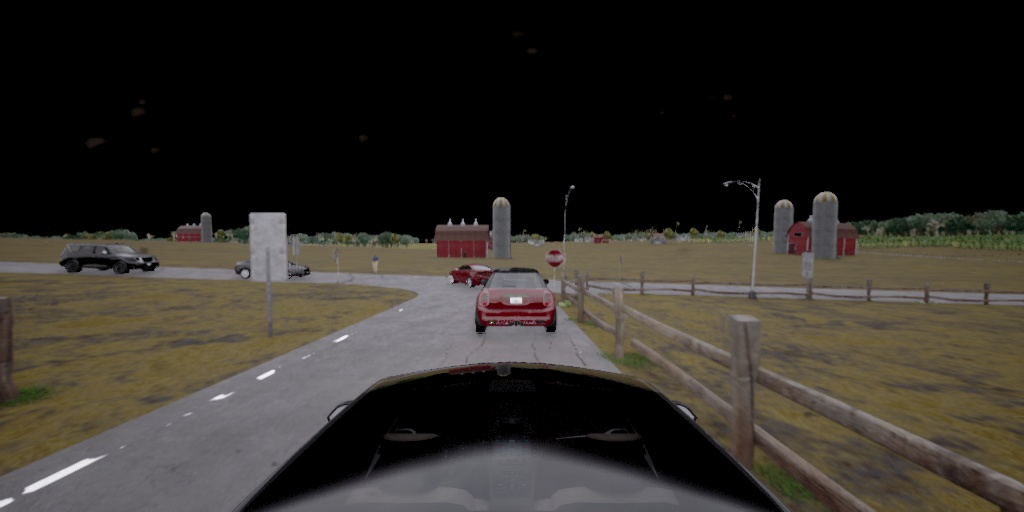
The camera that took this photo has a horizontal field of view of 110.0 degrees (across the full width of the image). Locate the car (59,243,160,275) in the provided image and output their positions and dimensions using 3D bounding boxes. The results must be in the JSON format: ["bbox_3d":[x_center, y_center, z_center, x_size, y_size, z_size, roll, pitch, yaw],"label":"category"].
[{"bbox_3d":[-28.733,0.156,25.678,5.566,2.045,2.150,2,3,0],"label":"car"}]

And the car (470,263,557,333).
[{"bbox_3d":[0.085,1.109,10.920,2.097,1.767,4.553,0,0,0],"label":"car"}]

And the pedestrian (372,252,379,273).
[{"bbox_3d":[-12.035,0.572,31.576,0.375,1.860,0.375,0,1,0],"label":"pedestrian"}]

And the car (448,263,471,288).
[{"bbox_3d":[-2.618,1.224,23.983,1.882,1.535,5.008,1,0,-32],"label":"car"}]

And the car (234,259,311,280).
[{"bbox_3d":[-17.035,0.826,25.646,4.892,1.490,1.837,2,3,0],"label":"car"}]
